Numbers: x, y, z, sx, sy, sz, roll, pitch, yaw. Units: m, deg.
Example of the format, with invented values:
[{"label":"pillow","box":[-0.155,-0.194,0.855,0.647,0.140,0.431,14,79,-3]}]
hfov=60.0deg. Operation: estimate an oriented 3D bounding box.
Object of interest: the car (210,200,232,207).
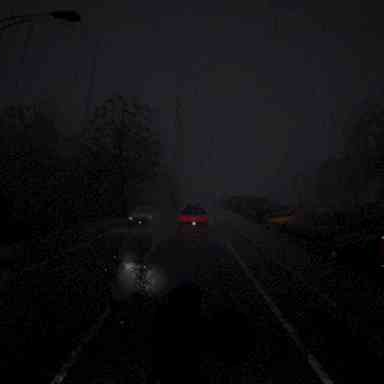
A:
[{"label":"car","box":[7.136,2.835,82.901,5.366,1.575,1.946,0,-2,0]}]

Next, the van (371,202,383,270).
[{"label":"van","box":[7.110,1.315,7.994,4.442,1.987,1.878,0,0,0]}]

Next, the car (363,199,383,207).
[{"label":"car","box":[20.176,1.748,32.794,5.008,1.535,2.097,0,0,0]}]

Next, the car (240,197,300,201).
[{"label":"car","box":[7.059,1.604,30.202,4.553,1.767,2.185,0,0,0]}]

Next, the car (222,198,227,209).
[{"label":"car","box":[7.179,1.597,44.084,5.566,2.045,2.435,0,0,0]}]

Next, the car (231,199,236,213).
[{"label":"car","box":[7.109,1.777,35.754,5.008,1.535,2.097,0,0,0]}]

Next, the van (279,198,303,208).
[{"label":"van","box":[20.456,2.213,68.784,4.442,1.987,1.878,0,-1,0]}]

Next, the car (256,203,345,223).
[{"label":"car","box":[7.060,1.660,21.873,4.892,1.521,2.231,0,0,0]}]

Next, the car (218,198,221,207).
[{"label":"car","box":[7.170,2.136,55.164,4.792,1.488,2.163,0,-1,0]}]

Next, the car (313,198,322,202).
[{"label":"car","box":[20.247,1.893,46.624,5.008,1.535,2.097,0,-1,0]}]

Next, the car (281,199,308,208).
[{"label":"car","box":[20.296,2.245,66.013,4.553,1.767,2.185,0,-1,0]}]

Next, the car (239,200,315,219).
[{"label":"car","box":[6.893,1.703,27.426,5.366,1.575,1.946,0,0,0]}]

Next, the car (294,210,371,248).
[{"label":"car","box":[6.988,1.617,13.545,4.792,1.488,2.163,0,0,0]}]

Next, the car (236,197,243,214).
[{"label":"car","box":[7.071,1.628,32.978,4.553,1.767,2.185,0,0,0]}]

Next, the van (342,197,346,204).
[{"label":"van","box":[20.323,1.571,38.461,4.442,1.987,1.878,0,0,0]}]

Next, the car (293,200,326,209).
[{"label":"car","box":[20.285,2.167,57.701,4.892,1.521,2.231,0,-1,0]}]

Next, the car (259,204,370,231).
[{"label":"car","box":[6.856,1.632,19.098,5.366,1.575,1.946,0,-1,0]}]

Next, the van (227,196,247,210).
[{"label":"van","box":[7.022,1.599,41.308,4.442,1.987,1.878,0,0,0]}]

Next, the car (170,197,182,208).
[{"label":"car","box":[-3.093,2.084,65.029,2.150,2.045,5.566,0,-1,1]}]

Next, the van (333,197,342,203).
[{"label":"van","box":[20.334,1.593,41.105,4.442,1.987,1.878,0,0,0]}]

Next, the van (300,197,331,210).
[{"label":"van","box":[20.396,1.872,54.936,4.442,1.987,1.878,0,-1,0]}]

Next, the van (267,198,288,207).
[{"label":"van","box":[20.506,2.513,79.979,4.442,1.987,1.878,0,-2,0]}]

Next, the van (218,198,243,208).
[{"label":"van","box":[7.353,2.085,63.495,4.442,1.987,1.878,0,-1,0]}]

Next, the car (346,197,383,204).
[{"label":"car","box":[20.166,1.522,35.691,5.566,2.045,2.435,0,0,0]}]

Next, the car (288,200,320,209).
[{"label":"car","box":[20.298,2.234,60.470,5.008,1.535,2.097,0,-1,0]}]

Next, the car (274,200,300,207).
[{"label":"car","box":[20.345,2.508,71.548,4.892,1.521,2.231,0,-1,0]}]

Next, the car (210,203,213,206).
[{"label":"car","box":[7.244,2.265,71.822,5.566,2.045,2.435,0,-1,0]}]

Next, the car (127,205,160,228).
[{"label":"car","box":[-3.315,1.698,23.621,1.812,1.442,4.674,0,-1,0]}]

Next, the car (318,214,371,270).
[{"label":"car","box":[6.976,1.594,10.769,4.792,1.488,2.163,0,0,0]}]

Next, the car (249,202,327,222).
[{"label":"car","box":[7.060,1.684,24.649,4.892,1.521,2.231,0,0,0]}]

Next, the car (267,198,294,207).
[{"label":"car","box":[20.403,2.400,77.089,5.566,2.045,2.435,0,-2,0]}]

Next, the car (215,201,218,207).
[{"label":"car","box":[7.229,2.242,60.714,5.008,1.535,2.097,0,-1,0]}]

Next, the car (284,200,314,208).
[{"label":"car","box":[20.310,2.305,63.365,5.008,1.535,2.097,0,-1,0]}]

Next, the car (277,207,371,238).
[{"label":"car","box":[7.000,1.641,16.321,4.792,1.488,2.163,0,0,0]}]

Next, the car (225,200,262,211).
[{"label":"car","box":[7.192,1.930,46.831,4.792,1.488,2.163,0,-1,0]}]

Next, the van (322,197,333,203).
[{"label":"van","box":[20.114,1.618,44.009,4.442,1.987,1.878,0,-1,0]}]

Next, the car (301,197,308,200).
[{"label":"car","box":[20.082,2.027,52.162,5.366,1.575,1.946,0,-1,0]}]

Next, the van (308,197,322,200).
[{"label":"van","box":[20.137,1.736,49.400,4.442,1.987,1.878,0,-1,0]}]

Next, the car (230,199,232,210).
[{"label":"car","box":[7.129,1.841,38.529,4.674,1.452,2.002,0,0,0]}]

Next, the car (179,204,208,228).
[{"label":"car","box":[0.134,1.774,23.830,1.895,1.301,4.718,0,-1,0]}]
